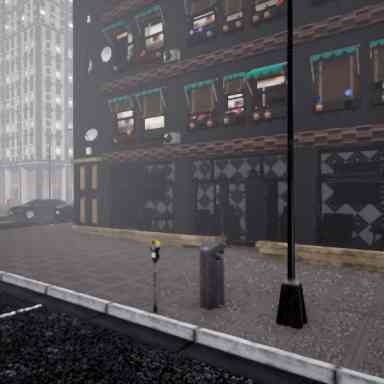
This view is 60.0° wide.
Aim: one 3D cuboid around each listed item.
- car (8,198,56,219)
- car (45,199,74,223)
[{"bbox_3d":[-11.905,1.261,26.401,1.837,1.490,4.892,0,1,35],"label":"car"},{"bbox_3d":[-7.340,1.296,22.806,1.947,1.339,4.313,1,1,35],"label":"car"}]
